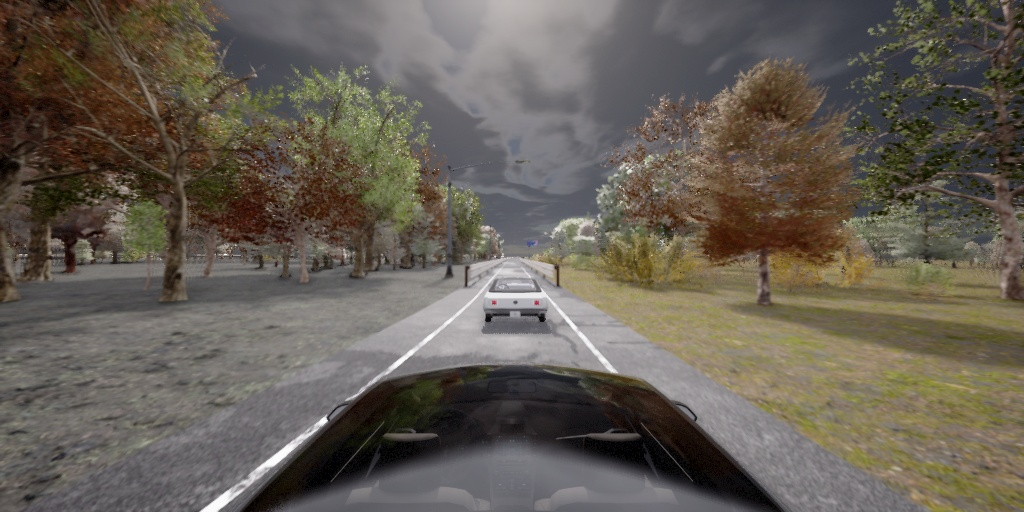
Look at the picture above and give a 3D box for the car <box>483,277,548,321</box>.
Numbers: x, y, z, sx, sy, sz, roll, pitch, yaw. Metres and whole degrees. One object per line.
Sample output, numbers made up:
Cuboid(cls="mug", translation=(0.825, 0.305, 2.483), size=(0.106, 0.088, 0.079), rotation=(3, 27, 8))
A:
Cuboid(cls="car", translation=(0.099, 1.359, 12.409), size=(1.895, 1.301, 4.718), rotation=(0, 0, 0))
